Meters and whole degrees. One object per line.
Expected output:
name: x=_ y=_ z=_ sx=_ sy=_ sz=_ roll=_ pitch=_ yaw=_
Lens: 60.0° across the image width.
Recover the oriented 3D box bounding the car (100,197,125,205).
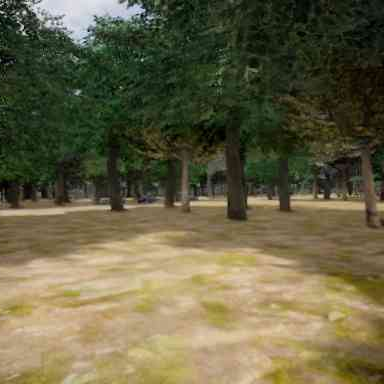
car: x=-14.265 y=1.579 z=59.651 sx=2.128 sy=1.511 sz=4.902 roll=-3 pitch=-1 yaw=38

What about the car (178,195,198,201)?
car: x=-0.844 y=1.300 z=71.095 sx=2.033 sy=1.411 sz=5.357 roll=-3 pitch=-1 yaw=38

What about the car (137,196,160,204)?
car: x=-7.995 y=1.437 z=61.858 sx=1.837 sy=1.490 sz=4.892 roll=-3 pitch=-1 yaw=38
